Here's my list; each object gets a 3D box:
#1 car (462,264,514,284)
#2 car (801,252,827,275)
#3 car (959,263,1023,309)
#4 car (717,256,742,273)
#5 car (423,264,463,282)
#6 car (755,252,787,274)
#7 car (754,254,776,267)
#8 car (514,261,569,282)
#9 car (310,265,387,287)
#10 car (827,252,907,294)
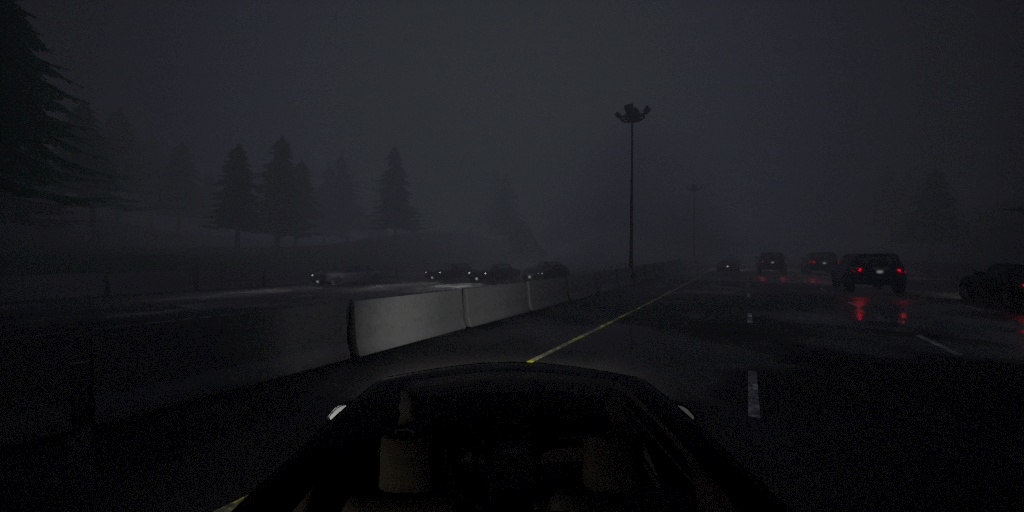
[{"bbox_3d":[-1.262,1.265,26.848,1.895,1.301,4.718,0,1,33],"label":"car"},{"bbox_3d":[27.567,0.637,32.188,2.150,2.045,5.566,0,1,33],"label":"car"},{"bbox_3d":[19.721,1.027,13.810,2.097,1.767,4.553,0,0,33],"label":"car"},{"bbox_3d":[22.282,0.956,36.898,1.994,1.385,4.181,0,1,33],"label":"car"},{"bbox_3d":[-4.634,1.269,28.090,1.895,1.301,4.718,0,1,33],"label":"car"},{"bbox_3d":[24.829,0.628,34.395,2.150,2.045,5.566,0,1,33],"label":"car"},{"bbox_3d":[33.011,0.583,46.879,2.128,1.511,4.902,0,1,33],"label":"car"},{"bbox_3d":[2.530,1.144,26.240,2.128,1.511,4.902,0,1,33],"label":"car"},{"bbox_3d":[-11.120,1.309,24.582,1.895,1.301,4.718,0,0,33],"label":"car"},{"bbox_3d":[19.383,0.846,19.687,2.150,2.045,5.566,0,0,33],"label":"car"}]
